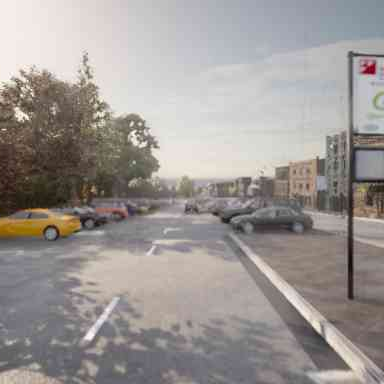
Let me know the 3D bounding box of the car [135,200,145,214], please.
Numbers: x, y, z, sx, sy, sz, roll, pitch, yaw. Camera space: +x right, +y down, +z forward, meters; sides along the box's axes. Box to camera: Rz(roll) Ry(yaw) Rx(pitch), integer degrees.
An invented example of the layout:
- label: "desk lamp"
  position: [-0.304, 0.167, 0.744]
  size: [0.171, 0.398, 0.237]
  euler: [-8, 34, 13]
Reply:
- label: "car"
  position: [-8.376, 2.018, 39.547]
  size: [4.674, 1.452, 2.002]
  euler: [0, -1, 0]

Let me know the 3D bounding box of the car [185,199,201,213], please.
- label: "car"
  position: [-0.061, 2.126, 46.384]
  size: [1.837, 1.490, 4.892]
  euler: [0, -1, 0]

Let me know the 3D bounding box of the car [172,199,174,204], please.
- label: "car"
  position: [-8.340, 3.052, 92.478]
  size: [5.366, 1.575, 1.946]
  euler: [0, -1, 0]

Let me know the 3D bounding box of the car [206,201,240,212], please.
- label: "car"
  position: [4.676, 2.183, 50.880]
  size: [4.892, 1.521, 2.231]
  euler: [0, -1, 0]

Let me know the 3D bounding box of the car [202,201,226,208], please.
- label: "car"
  position: [4.645, 2.613, 70.491]
  size: [4.792, 1.488, 2.163]
  euler: [0, -1, 0]

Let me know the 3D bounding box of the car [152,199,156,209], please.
- label: "car"
  position: [-8.437, 2.210, 50.686]
  size: [4.792, 1.488, 2.163]
  euler: [0, -1, 0]

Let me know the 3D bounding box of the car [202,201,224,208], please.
- label: "car"
  position: [4.638, 2.673, 73.294]
  size: [4.792, 1.488, 2.163]
  euler: [0, -1, 0]

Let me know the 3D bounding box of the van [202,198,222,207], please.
- label: "van"
  position: [4.709, 2.537, 78.904]
  size: [4.442, 1.987, 1.878]
  euler: [0, -1, 0]

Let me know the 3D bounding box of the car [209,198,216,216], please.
- label: "car"
  position: [4.690, 1.578, 31.261]
  size: [5.566, 2.045, 2.435]
  euler: [0, -1, 0]

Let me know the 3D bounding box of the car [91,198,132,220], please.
- label: "car"
  position: [-8.330, 1.704, 31.198]
  size: [4.553, 1.767, 2.185]
  euler: [0, -1, 0]

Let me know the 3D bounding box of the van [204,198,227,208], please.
- label: "van"
  position: [4.741, 2.298, 67.694]
  size: [4.442, 1.987, 1.878]
  euler: [0, -1, 0]

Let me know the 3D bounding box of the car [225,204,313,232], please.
- label: "car"
  position: [4.737, 1.667, 20.048]
  size: [4.892, 1.521, 2.231]
  euler: [0, -1, 0]

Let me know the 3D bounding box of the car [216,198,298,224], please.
- label: "car"
  position: [4.700, 1.450, 22.852]
  size: [5.566, 2.045, 2.435]
  euler: [0, -1, 0]

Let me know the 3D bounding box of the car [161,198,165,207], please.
- label: "car"
  position: [-8.410, 2.150, 61.828]
  size: [5.566, 2.045, 2.435]
  euler: [0, -1, 0]

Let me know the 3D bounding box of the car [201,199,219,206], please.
- label: "car"
  position: [4.608, 2.757, 84.507]
  size: [4.553, 1.767, 2.185]
  euler: [0, -1, 0]

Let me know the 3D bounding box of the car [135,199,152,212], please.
- label: "car"
  position: [-8.199, 2.026, 42.333]
  size: [5.366, 1.575, 1.946]
  euler: [0, -1, 0]

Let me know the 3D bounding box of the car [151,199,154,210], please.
- label: "car"
  position: [-8.371, 2.160, 47.902]
  size: [4.792, 1.488, 2.163]
  euler: [0, -1, 0]

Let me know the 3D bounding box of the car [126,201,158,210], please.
- label: "car"
  position: [-8.418, 2.288, 56.256]
  size: [5.008, 1.535, 2.097]
  euler: [0, -1, 0]

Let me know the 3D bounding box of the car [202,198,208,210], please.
- label: "car"
  position: [4.651, 1.879, 48.078]
  size: [5.566, 2.045, 2.435]
  euler: [0, -1, 0]

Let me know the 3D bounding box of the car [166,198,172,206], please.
- label: "car"
  position: [-8.523, 2.997, 89.702]
  size: [4.892, 1.521, 2.231]
  euler: [0, -1, 0]

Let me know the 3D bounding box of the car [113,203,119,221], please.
- label: "car"
  position: [-8.356, 1.782, 25.628]
  size: [4.674, 1.452, 2.002]
  euler: [0, -1, 0]

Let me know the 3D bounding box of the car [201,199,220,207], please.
- label: "car"
  position: [4.554, 2.697, 81.704]
  size: [4.553, 1.767, 2.185]
  euler: [0, -1, 0]

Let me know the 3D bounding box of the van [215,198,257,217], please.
- label: "van"
  position: [4.824, 1.702, 36.865]
  size: [4.442, 1.987, 1.878]
  euler: [0, -1, 0]

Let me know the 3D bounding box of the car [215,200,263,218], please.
- label: "car"
  position: [4.745, 1.751, 34.060]
  size: [4.553, 1.767, 2.185]
  euler: [0, -1, 0]

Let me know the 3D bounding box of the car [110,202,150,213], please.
- label: "car"
  position: [-8.387, 2.079, 45.118]
  size: [5.008, 1.535, 2.097]
  euler: [0, -1, 0]

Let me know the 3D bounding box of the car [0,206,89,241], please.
- label: "car"
  position: [-8.341, 1.635, 17.274]
  size: [5.008, 1.535, 2.097]
  euler: [0, -1, 0]

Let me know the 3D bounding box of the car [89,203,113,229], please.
- label: "car"
  position: [-8.356, 1.702, 22.842]
  size: [5.008, 1.535, 2.097]
  euler: [0, -1, 0]

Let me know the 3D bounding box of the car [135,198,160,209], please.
- label: "car"
  position: [-8.388, 1.982, 53.475]
  size: [5.566, 2.045, 2.435]
  euler: [0, -1, 0]

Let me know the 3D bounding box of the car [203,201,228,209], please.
- label: "car"
  position: [4.603, 2.493, 64.885]
  size: [4.792, 1.488, 2.163]
  euler: [0, -1, 0]

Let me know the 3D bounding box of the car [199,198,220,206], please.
- label: "car"
  position: [4.590, 2.751, 90.115]
  size: [5.566, 2.045, 2.435]
  euler: [0, -1, 0]

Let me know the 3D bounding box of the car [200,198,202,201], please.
- label: "car"
  position: [4.454, 2.401, 62.083]
  size: [5.366, 1.575, 1.946]
  euler: [0, -1, 0]

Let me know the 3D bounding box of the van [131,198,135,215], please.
- label: "van"
  position: [-8.482, 1.651, 33.980]
  size: [4.442, 1.987, 1.878]
  euler: [0, -1, 0]
